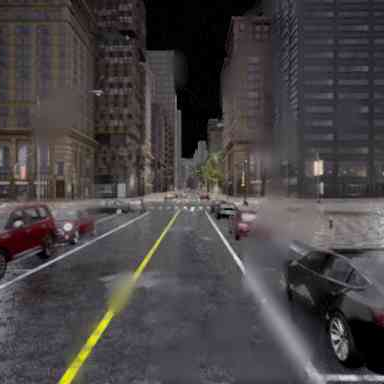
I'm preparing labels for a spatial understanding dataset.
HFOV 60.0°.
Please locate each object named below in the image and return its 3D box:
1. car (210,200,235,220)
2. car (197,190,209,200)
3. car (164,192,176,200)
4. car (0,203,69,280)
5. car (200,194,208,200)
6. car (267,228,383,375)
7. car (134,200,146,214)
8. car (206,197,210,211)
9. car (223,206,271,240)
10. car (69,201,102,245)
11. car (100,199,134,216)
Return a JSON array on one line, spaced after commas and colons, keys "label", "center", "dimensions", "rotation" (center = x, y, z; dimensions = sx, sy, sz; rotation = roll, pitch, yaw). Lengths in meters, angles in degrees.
[{"label": "car", "center": [2.762, 1.515, 27.164], "dimensions": [1.947, 1.339, 4.313], "rotation": [0, 0, 0]}, {"label": "car", "center": [3.016, 0.997, 77.848], "dimensions": [2.192, 1.841, 5.009], "rotation": [0, 0, 0]}, {"label": "car", "center": [-5.510, 1.227, 77.901], "dimensions": [1.887, 1.381, 4.507], "rotation": [0, 0, 0]}, {"label": "car", "center": [-5.762, 1.306, 9.903], "dimensions": [2.192, 1.841, 5.009], "rotation": [0, 0, 0]}, {"label": "car", "center": [3.050, 1.189, 83.389], "dimensions": [1.887, 1.381, 4.507], "rotation": [0, 0, 0]}, {"label": "car", "center": [2.763, 1.561, 5.563], "dimensions": [1.947, 1.339, 4.313], "rotation": [0, 0, 0]}, {"label": "car", "center": [-5.764, 1.504, 34.534], "dimensions": [1.802, 1.307, 4.206], "rotation": [0, 0, 0]}, {"label": "car", "center": [2.762, 1.488, 34.530], "dimensions": [1.947, 1.339, 4.313], "rotation": [0, 0, 0]}, {"label": "car", "center": [2.763, 1.560, 16.362], "dimensions": [1.802, 1.307, 4.206], "rotation": [0, 0, 0]}, {"label": "car", "center": [-5.762, 1.421, 15.205], "dimensions": [1.967, 1.590, 4.097], "rotation": [0, 0, 0]}, {"label": "car", "center": [-7.501, 1.333, 28.609], "dimensions": [4.403, 1.369, 2.008], "rotation": [-1, 1, -9]}]
